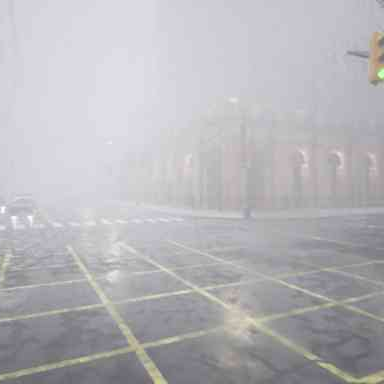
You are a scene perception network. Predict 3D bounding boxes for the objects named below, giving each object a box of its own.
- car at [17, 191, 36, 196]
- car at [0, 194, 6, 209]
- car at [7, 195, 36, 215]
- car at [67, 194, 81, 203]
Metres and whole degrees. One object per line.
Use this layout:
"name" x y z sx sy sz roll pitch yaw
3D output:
"car" -20.389 0.942 40.611 2.150 2.045 5.566 -1 1 -25
"car" -23.115 0.987 38.176 2.150 2.045 5.566 -1 1 -25
"car" -16.048 1.330 31.559 2.033 1.411 5.357 -1 1 -26
"car" -19.624 1.051 55.315 2.128 1.511 4.902 -1 1 -26
